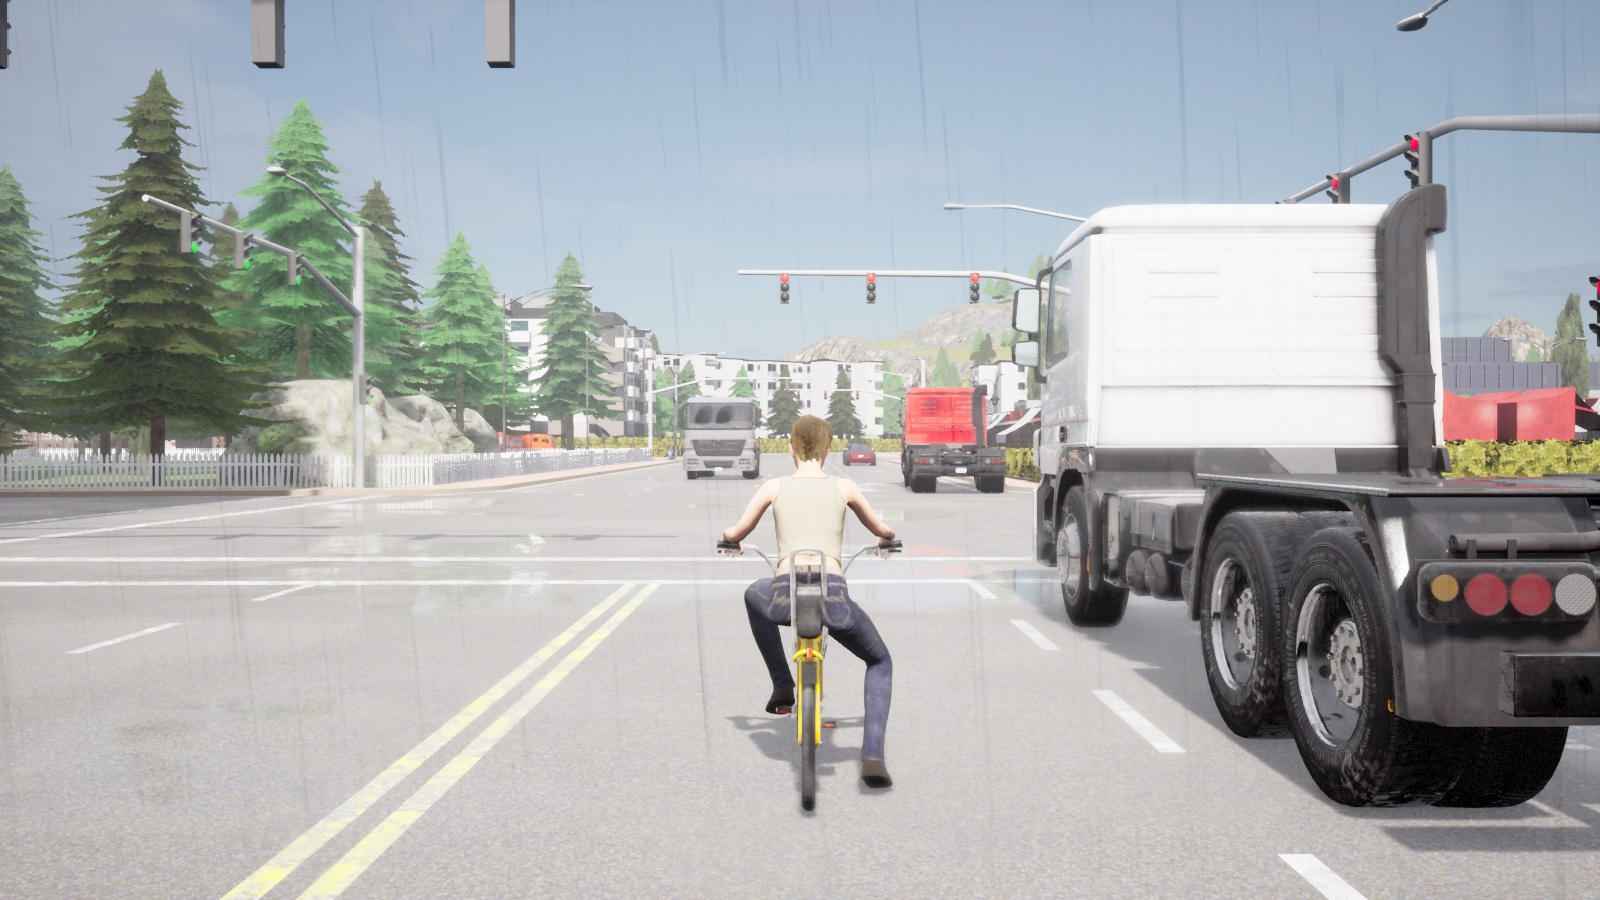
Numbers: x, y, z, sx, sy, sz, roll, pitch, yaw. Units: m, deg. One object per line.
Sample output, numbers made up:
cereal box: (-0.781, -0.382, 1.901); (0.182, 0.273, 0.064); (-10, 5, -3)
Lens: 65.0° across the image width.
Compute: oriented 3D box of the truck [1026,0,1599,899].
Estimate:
truck: (3.559, -0.277, 7.884); (2.891, 3.462, 7.936); (0, 0, 0)

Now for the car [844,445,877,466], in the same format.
car: (3.964, 0.346, 82.889); (1.994, 1.385, 4.181); (0, 0, 1)

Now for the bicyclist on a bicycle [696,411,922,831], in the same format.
bicyclist on a bicycle: (0.042, 0.652, 5.576); (0.866, 1.612, 1.509); (0, 0, 1)

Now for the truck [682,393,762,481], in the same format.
truck: (-3.193, -0.539, 53.380); (2.891, 3.462, 7.936); (0, 0, 0)

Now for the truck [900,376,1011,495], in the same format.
truck: (4.845, -0.458, 40.564); (2.891, 3.462, 7.936); (0, 0, 2)
